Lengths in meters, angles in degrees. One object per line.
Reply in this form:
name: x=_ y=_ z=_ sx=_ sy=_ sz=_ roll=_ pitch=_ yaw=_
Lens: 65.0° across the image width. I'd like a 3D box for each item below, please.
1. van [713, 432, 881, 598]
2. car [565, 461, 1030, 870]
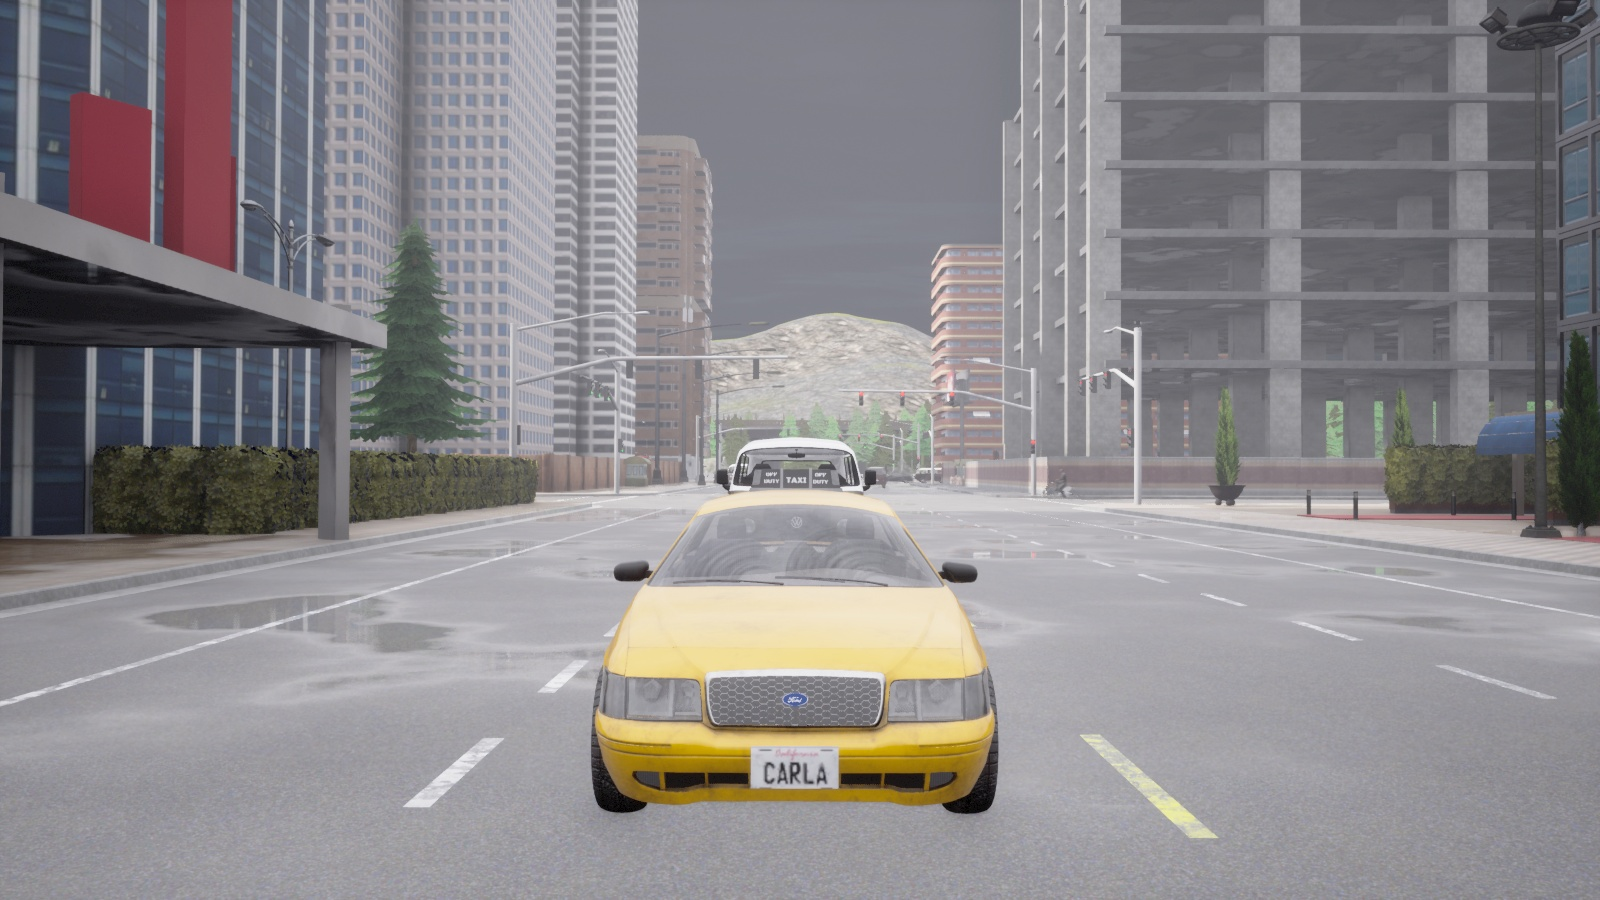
van: x=-0.046 y=0.836 z=17.761 sx=2.069 sy=2.038 sz=4.480 roll=0 pitch=-1 yaw=0
car: x=-0.019 y=0.880 z=7.559 sx=1.801 sy=1.575 sz=5.366 roll=0 pitch=-1 yaw=0
